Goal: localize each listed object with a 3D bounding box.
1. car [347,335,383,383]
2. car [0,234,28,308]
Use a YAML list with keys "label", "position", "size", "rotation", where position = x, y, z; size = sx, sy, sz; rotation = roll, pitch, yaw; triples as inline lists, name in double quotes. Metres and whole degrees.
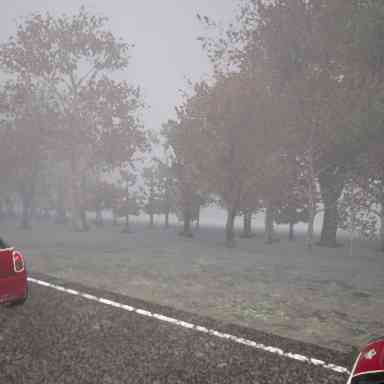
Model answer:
- label: "car"
  position: [3.100, 1.353, 1.488]
  size: [4.553, 1.767, 2.097]
  rotation: [0, 0, 35]
- label: "car"
  position: [-5.334, 1.348, 6.697]
  size: [4.553, 1.767, 2.097]
  rotation: [0, 0, 36]
